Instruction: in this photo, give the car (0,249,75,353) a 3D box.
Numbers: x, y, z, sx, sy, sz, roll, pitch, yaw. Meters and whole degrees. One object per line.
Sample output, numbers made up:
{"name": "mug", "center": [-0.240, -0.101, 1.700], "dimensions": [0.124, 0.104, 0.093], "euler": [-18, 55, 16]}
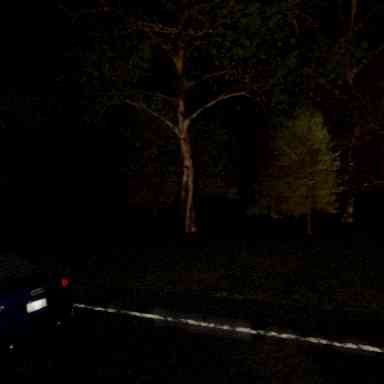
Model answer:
{"name": "car", "center": [-4.088, 1.624, 5.546], "dimensions": [4.181, 1.385, 1.994], "euler": [-1, 0, 22]}
